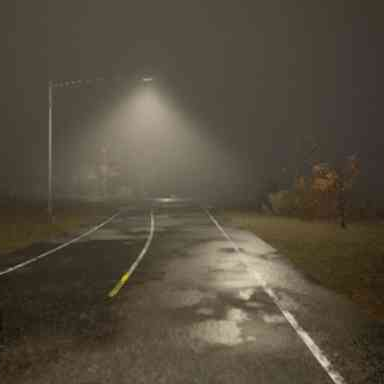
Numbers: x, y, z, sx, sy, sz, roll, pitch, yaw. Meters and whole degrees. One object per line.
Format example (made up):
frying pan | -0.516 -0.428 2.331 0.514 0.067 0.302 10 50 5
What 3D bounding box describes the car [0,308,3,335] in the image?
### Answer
car | -3.637 1.565 2.967 1.994 1.385 4.181 0 0 0
